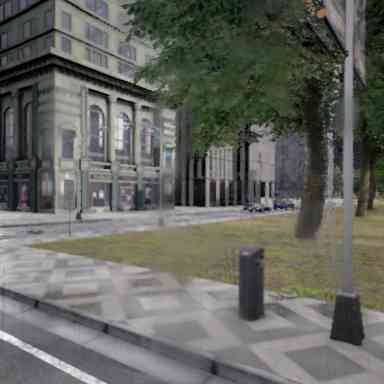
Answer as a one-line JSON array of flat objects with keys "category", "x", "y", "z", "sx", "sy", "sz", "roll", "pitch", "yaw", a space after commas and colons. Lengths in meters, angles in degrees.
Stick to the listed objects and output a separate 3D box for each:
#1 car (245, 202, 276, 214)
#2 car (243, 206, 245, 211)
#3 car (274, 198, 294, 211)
[{"category": "car", "x": 9.730, "y": 2.336, "z": 47.255, "sx": 1.895, "sy": 1.301, "sz": 4.718, "roll": 0, "pitch": 0, "yaw": 35}, {"category": "car", "x": 9.625, "y": 2.331, "z": 52.552, "sx": 1.994, "sy": 1.385, "sz": 4.181, "roll": 0, "pitch": 0, "yaw": 34}, {"category": "car", "x": 15.389, "y": 2.070, "z": 55.721, "sx": 2.150, "sy": 2.045, "sz": 5.566, "roll": 0, "pitch": 0, "yaw": 34}]
